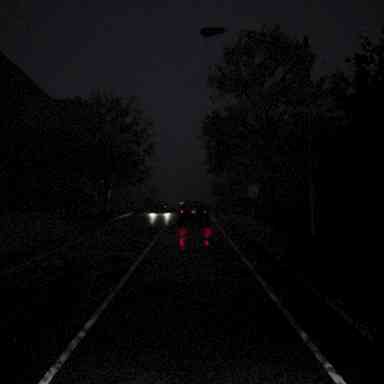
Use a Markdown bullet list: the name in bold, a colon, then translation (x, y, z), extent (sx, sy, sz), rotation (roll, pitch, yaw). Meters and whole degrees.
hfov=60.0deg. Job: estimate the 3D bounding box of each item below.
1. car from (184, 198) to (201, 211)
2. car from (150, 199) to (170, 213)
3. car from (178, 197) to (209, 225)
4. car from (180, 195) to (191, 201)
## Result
- **car**: translation (0.109, 1.575, 42.623), extent (2.033, 1.411, 5.357), rotation (0, 0, 0)
- **car**: translation (-3.586, 1.503, 37.973), extent (1.882, 1.535, 5.008), rotation (0, 0, 0)
- **car**: translation (0.106, 1.368, 24.383), extent (2.097, 1.767, 4.553), rotation (0, 0, 0)
- **car**: translation (-1.520, 1.441, 79.453), extent (1.895, 1.301, 4.718), rotation (-1, 0, 10)
